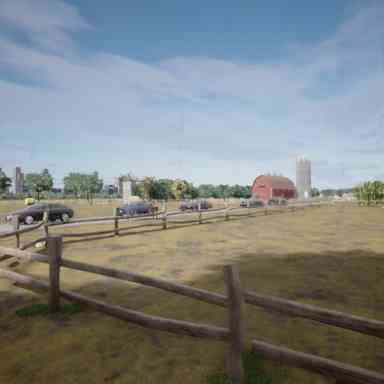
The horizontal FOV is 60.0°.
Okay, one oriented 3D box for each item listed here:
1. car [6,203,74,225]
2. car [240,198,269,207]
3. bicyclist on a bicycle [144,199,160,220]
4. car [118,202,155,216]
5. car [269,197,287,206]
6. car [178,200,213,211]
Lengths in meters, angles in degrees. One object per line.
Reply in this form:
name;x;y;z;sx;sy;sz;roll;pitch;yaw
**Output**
car;-11.339;1.597;25.100;1.837;1.490;4.892;-2;-1;35
car;8.873;1.602;48.553;2.033;1.411;5.357;-2;-1;36
bicyclist on a bicycle;-3.160;1.415;26.297;1.656;1.620;0.582;0;0;35
car;-5.601;1.669;33.179;1.994;1.385;4.181;-2;-1;35
car;14.574;1.608;56.669;1.837;1.490;4.892;-2;-2;35
car;0.552;1.667;41.831;2.033;1.411;5.357;-2;-1;36
